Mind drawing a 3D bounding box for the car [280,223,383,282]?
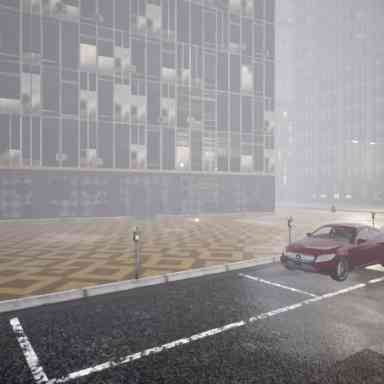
[{"bbox_3d":[4.404,1.579,9.712,4.206,1.307,1.802,0,0,-36],"label":"car"}]
